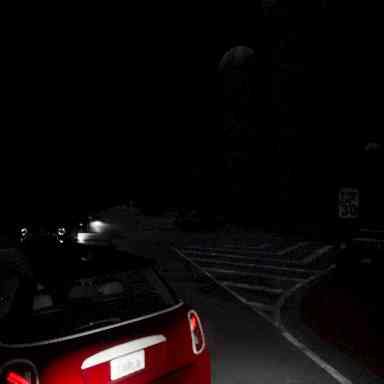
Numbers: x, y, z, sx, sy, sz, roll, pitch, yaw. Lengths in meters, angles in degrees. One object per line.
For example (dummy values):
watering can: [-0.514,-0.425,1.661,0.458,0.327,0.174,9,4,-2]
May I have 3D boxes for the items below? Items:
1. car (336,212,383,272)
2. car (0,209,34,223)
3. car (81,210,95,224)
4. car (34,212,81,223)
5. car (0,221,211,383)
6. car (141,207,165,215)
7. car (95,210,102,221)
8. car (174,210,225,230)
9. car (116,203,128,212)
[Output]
car: [6.442,1.645,11.099,3.866,1.878,1.905,2,-2,-44]
car: [-5.307,1.395,6.984,2.150,2.045,5.566,0,-2,-11]
car: [-9.099,2.313,26.177,2.033,1.411,5.357,0,-2,-12]
car: [-7.031,1.823,16.619,2.097,1.767,4.553,0,-2,-12]
car: [-1.903,1.441,4.238,2.097,1.767,4.553,1,-2,-41]
car: [-6.900,3.321,59.190,4.181,1.381,1.994,0,-2,-13]
car: [-12.232,2.831,41.042,1.895,1.301,4.718,0,-2,-12]
car: [0.570,2.264,27.051,3.988,1.617,1.851,0,-2,-13]
car: [-17.212,3.638,80.510,2.150,2.045,5.566,0,-2,-12]
